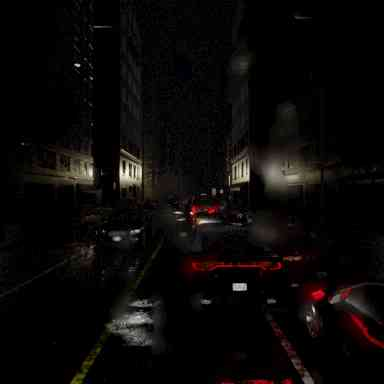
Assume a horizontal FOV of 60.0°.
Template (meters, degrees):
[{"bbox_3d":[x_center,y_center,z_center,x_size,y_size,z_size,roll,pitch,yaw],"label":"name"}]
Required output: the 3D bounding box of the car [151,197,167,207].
[{"bbox_3d":[-5.251,1.564,53.191,2.008,1.369,4.403,0,0,0],"label":"car"}]

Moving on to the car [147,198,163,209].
[{"bbox_3d":[-5.266,1.537,47.502,1.752,1.417,4.829,0,0,0],"label":"car"}]

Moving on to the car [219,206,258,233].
[{"bbox_3d":[2.688,1.586,20.066,1.802,1.307,4.206,0,0,0],"label":"car"}]

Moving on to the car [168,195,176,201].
[{"bbox_3d":[-5.166,1.564,85.954,1.887,1.381,4.507,0,0,0],"label":"car"}]

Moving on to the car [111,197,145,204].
[{"bbox_3d":[-5.323,1.320,25.599,2.192,1.841,5.009,0,0,0],"label":"car"}]

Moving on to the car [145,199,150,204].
[{"bbox_3d":[-5.308,1.589,31.117,1.802,1.307,4.206,0,0,0],"label":"car"}]

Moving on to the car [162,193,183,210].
[{"bbox_3d":[-2.640,1.232,42.480,2.150,2.045,5.566,0,0,0],"label":"car"}]

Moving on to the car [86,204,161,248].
[{"bbox_3d":[-2.810,1.494,14.905,2.128,1.511,4.902,0,0,0],"label":"car"}]

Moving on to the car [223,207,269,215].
[{"bbox_3d":[2.674,1.553,14.546,2.008,1.369,4.403,0,0,0],"label":"car"}]

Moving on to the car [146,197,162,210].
[{"bbox_3d":[-5.280,1.450,42.155,1.967,1.590,4.097,0,0,0],"label":"car"}]

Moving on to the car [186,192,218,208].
[{"bbox_3d":[0.887,1.230,24.242,2.150,2.045,5.566,0,0,0],"label":"car"}]

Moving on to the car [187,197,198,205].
[{"bbox_3d":[0.152,1.615,58.945,1.895,1.301,4.718,0,0,0],"label":"car"}]

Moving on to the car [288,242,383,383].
[{"bbox_3d":[2.645,1.566,3.509,1.947,1.339,4.313,0,0,0],"label":"car"}]

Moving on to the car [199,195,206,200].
[{"bbox_3d":[2.874,1.603,91.622,1.802,1.307,4.206,0,0,0],"label":"car"}]

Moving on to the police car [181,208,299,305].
[{"bbox_3d":[0.747,1.426,8.298,1.930,1.638,5.238,0,0,-2],"label":"police car"}]

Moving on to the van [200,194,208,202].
[{"bbox_3d":[2.844,1.360,80.260,1.690,1.788,3.998,0,0,0],"label":"van"}]

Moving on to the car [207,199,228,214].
[{"bbox_3d":[2.731,1.559,36.622,2.008,1.369,4.403,0,0,0],"label":"car"}]

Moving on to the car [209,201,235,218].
[{"bbox_3d":[2.717,1.558,31.104,2.008,1.369,4.403,0,0,0],"label":"car"}]

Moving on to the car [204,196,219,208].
[{"bbox_3d":[2.760,1.452,47.660,1.967,1.590,4.097,0,0,0],"label":"car"}]

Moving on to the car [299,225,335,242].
[{"bbox_3d":[2.660,1.546,9.027,1.887,1.381,4.507,0,0,0],"label":"car"}]

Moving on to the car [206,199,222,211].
[{"bbox_3d":[2.745,1.592,42.141,1.802,1.307,4.206,0,0,0],"label":"car"}]

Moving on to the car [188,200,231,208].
[{"bbox_3d":[0.855,1.460,18.405,1.801,1.575,5.366,0,0,0],"label":"car"}]

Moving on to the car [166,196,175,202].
[{"bbox_3d":[-5.181,1.569,80.272,2.008,1.369,4.403,0,0,0],"label":"car"}]

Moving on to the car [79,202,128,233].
[{"bbox_3d":[-5.333,1.529,19.912,1.752,1.417,4.829,0,0,0],"label":"car"}]
